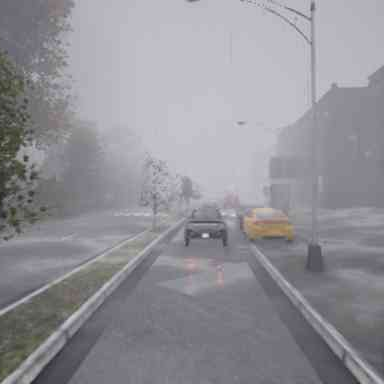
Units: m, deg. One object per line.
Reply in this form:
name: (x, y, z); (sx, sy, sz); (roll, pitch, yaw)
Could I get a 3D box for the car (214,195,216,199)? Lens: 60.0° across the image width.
car: (7.765, 1.782, 88.639); (2.163, 1.488, 4.792); (0, 0, 1)

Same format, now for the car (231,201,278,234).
car: (3.981, 1.592, 22.008); (2.163, 1.488, 4.792); (0, 0, 4)

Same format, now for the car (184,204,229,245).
car: (0.678, 1.547, 15.821); (2.128, 1.511, 4.902); (0, 0, 3)

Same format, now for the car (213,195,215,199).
car: (7.760, 1.634, 94.139); (2.185, 1.767, 4.553); (0, 0, 0)

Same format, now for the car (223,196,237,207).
car: (6.280, 1.549, 55.140); (2.185, 1.767, 4.553); (0, 0, 4)

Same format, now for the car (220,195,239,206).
car: (5.901, 1.408, 49.668); (2.435, 2.045, 5.566); (0, 0, 4)

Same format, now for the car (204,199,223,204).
car: (1.791, 1.689, 32.962); (1.994, 1.385, 4.181); (0, 0, 4)
